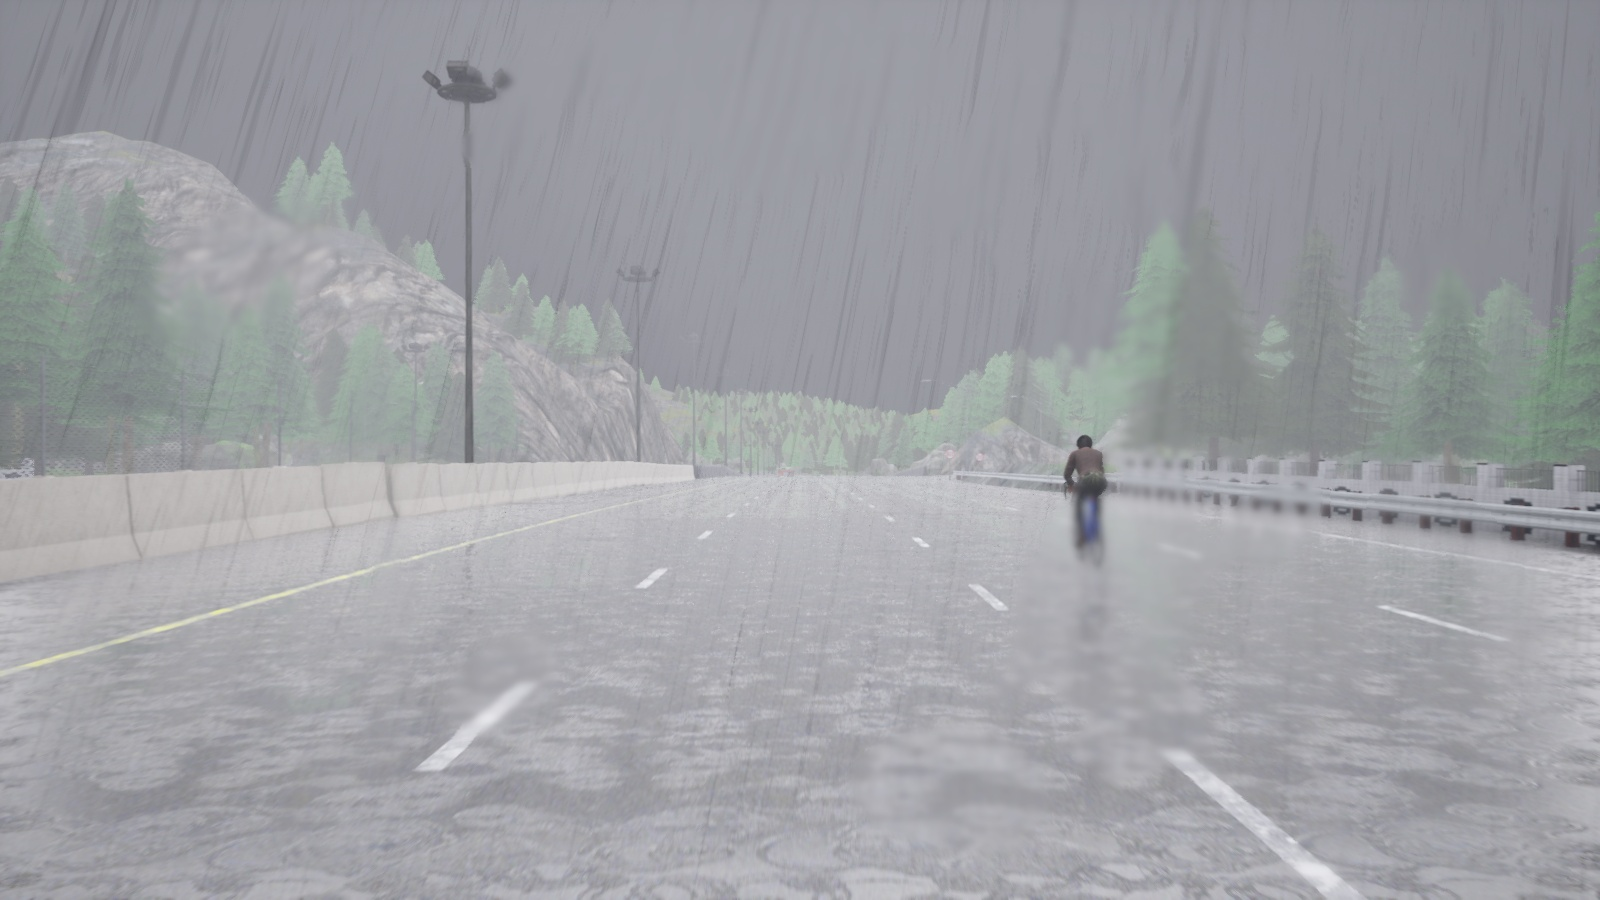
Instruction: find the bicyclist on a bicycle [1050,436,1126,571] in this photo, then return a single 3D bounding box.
[{"bbox_3d":[3.605,0.644,15.820,0.582,1.620,1.656,0,0,0],"label":"bicyclist on a bicycle"}]
